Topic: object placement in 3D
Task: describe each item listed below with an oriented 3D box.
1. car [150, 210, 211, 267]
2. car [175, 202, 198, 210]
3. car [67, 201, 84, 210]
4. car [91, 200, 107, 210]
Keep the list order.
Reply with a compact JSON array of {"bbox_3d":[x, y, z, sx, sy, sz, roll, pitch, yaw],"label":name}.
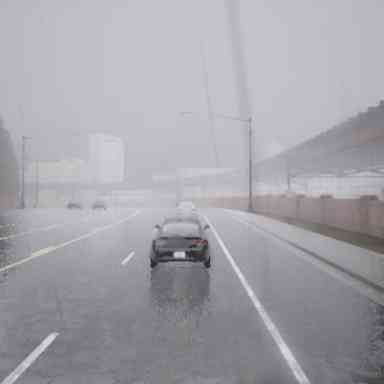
[{"bbox_3d":[-0.341,1.560,11.404,1.812,1.442,4.674,0,0,0],"label":"car"},{"bbox_3d":[-0.486,1.616,29.450,1.812,1.442,4.674,0,0,-2],"label":"car"},{"bbox_3d":[-16.976,1.901,48.405,1.895,1.301,4.718,0,-2,-12],"label":"car"},{"bbox_3d":[-13.141,1.818,47.301,2.033,1.411,5.357,0,-1,-11],"label":"car"}]
